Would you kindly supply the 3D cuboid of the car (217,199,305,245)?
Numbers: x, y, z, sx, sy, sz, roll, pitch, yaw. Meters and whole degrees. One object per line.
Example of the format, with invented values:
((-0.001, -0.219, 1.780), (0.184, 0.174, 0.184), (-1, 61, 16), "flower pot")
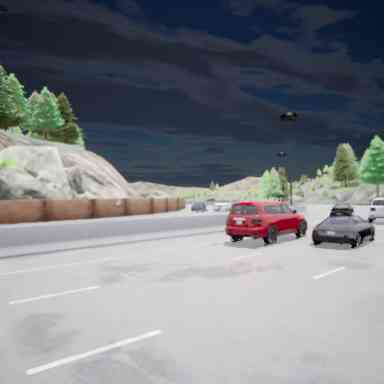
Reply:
((4.007, 1.505, 17.437), (2.150, 2.045, 5.566), (-2, -1, 42), "car")

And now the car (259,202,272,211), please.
((12.596, 2.447, 56.628), (2.033, 1.411, 5.357), (-1, -1, 13), "car")

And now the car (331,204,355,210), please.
((14.866, 1.883, 32.721), (1.882, 1.535, 5.008), (-1, -1, 29), "car")

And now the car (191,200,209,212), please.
((1.187, 2.541, 54.483), (1.837, 1.490, 4.892), (-1, -2, 16), "car")

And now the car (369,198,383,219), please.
((16.422, 1.522, 28.359), (2.150, 2.045, 5.566), (-1, -1, 31), "car")

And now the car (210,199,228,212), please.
((5.036, 2.211, 55.157), (2.150, 2.045, 5.566), (-1, -1, 15), "car")

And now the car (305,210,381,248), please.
((7.386, 1.765, 16.038), (1.994, 1.385, 4.181), (-2, -2, 41), "car")

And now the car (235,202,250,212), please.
((8.170, 2.414, 53.496), (1.837, 1.490, 4.892), (-1, -2, 16), "car")
